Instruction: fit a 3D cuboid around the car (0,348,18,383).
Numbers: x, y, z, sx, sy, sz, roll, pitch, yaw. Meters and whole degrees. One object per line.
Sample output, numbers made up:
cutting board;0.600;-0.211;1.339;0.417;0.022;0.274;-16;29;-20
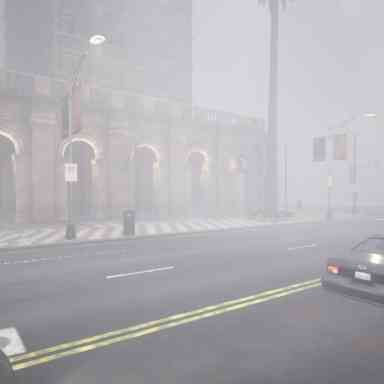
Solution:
car;-3.534;1.547;1.216;5.357;1.411;2.033;0;0;-36

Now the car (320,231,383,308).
car;5.099;1.547;7.413;5.357;1.411;2.033;0;0;-35
